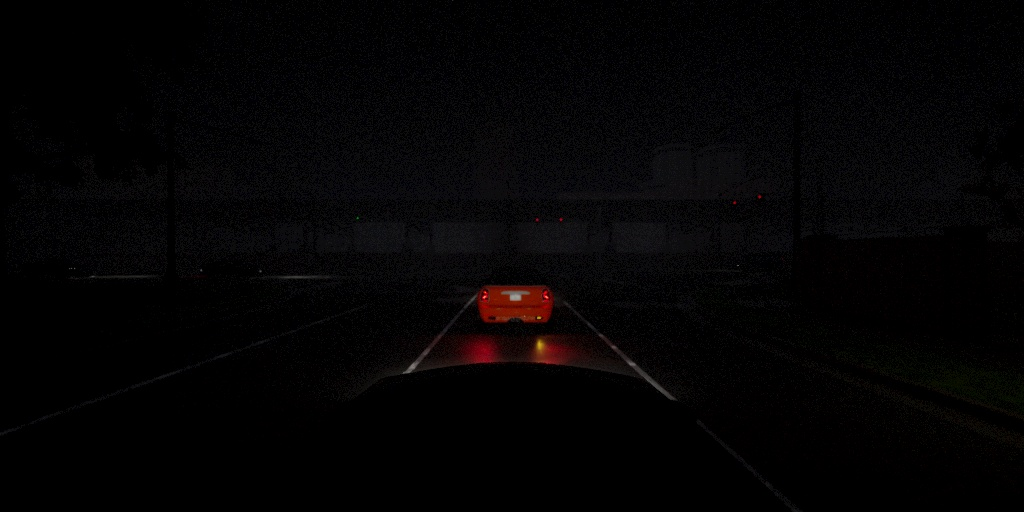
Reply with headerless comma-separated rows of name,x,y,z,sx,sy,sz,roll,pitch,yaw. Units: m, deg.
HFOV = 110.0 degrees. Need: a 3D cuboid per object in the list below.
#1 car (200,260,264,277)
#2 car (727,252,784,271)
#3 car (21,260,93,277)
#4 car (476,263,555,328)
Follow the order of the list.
car,-24.409,1.069,31.365,4.902,1.511,2.128,0,0,2
car,27.628,0.561,40.650,5.566,2.045,2.150,-1,0,2
car,-40.357,1.084,31.885,4.902,1.511,2.128,0,0,2
car,0.095,1.050,11.264,2.097,1.767,4.553,0,1,0
